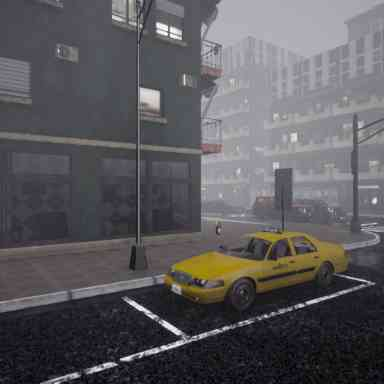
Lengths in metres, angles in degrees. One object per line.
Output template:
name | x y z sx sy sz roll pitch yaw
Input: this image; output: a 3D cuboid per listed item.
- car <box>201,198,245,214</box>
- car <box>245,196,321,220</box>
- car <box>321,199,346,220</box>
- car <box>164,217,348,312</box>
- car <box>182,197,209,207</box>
car | 3.206 1.466 35.004 2.033 1.411 5.357 0 0 -35
car | 6.827 1.264 25.454 2.192 1.841 5.009 0 0 -35
car | 9.586 1.304 25.960 2.097 1.767 4.553 0 0 -34
car | 1.679 1.525 7.703 4.829 1.417 1.752 0 0 -35
car | 0.516 1.466 48.776 1.802 1.307 4.206 0 0 -35
